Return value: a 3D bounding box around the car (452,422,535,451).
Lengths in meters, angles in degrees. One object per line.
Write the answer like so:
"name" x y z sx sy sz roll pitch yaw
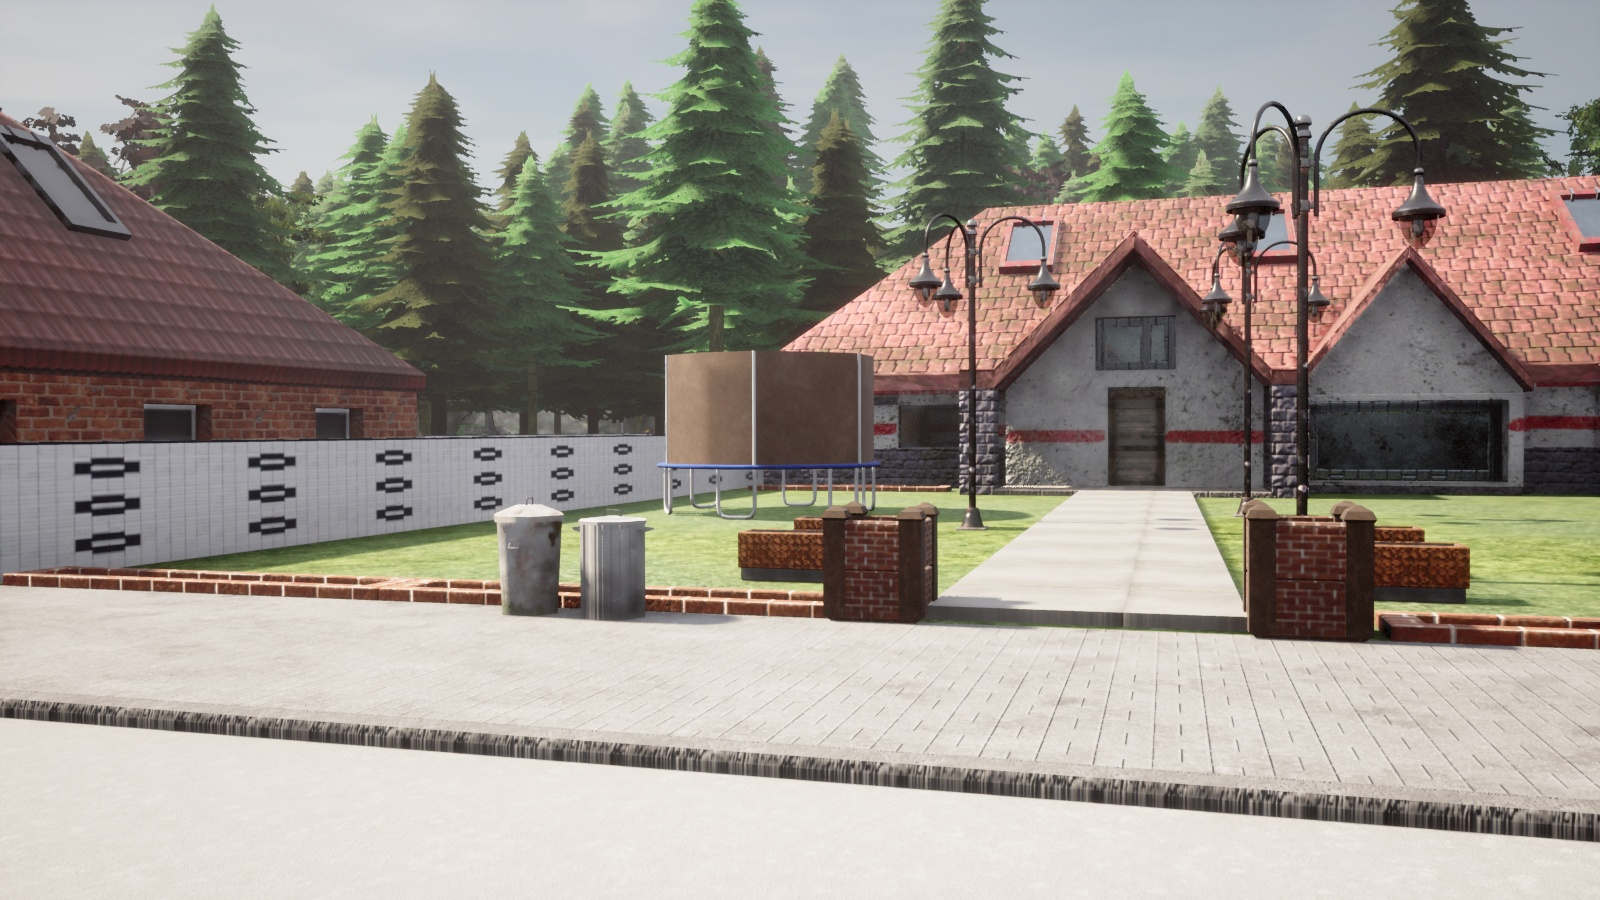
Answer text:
"car" -22.345 -1.004 91.600 5.566 2.045 2.150 0 1 16
